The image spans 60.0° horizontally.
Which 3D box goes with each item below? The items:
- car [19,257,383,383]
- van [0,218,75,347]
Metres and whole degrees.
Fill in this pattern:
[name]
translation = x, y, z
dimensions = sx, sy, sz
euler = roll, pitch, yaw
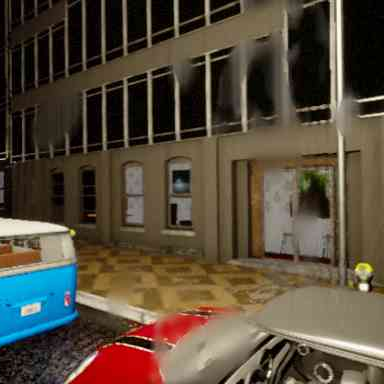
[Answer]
[car]
translation = 0.877, 1.438, 2.270
dimensions = 4.097, 1.590, 1.967
euler = 0, -1, 36
[van]
translation = -3.636, 1.309, 5.496
dimensions = 3.998, 1.788, 1.690
euler = 0, -1, 36
